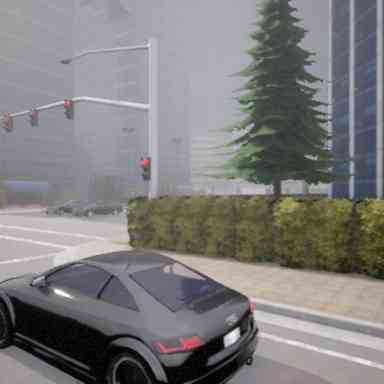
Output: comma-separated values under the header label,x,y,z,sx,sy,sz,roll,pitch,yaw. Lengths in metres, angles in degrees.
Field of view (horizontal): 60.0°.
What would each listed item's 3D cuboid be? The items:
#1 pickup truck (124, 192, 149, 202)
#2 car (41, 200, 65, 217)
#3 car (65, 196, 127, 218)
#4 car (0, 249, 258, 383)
label,x,y,z,sx,sy,sz,roll,pitch,yaw
pickup truck,-9.372,0.991,57.385,6.274,2.098,2.390,0,0,-24
car,-11.694,1.445,31.451,2.128,1.511,4.902,0,0,35
car,-8.498,1.460,29.912,1.837,1.490,4.892,0,1,35
car,-1.190,1.558,4.828,4.181,1.385,1.994,0,0,36
